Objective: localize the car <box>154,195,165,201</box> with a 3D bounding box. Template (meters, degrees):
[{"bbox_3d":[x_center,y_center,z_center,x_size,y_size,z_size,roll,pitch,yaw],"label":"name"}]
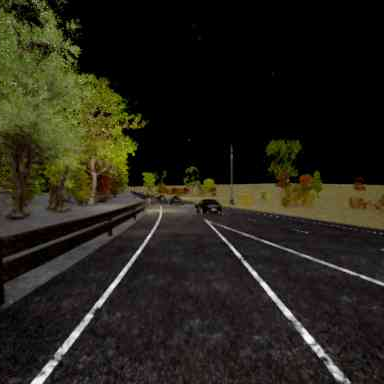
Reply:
[{"bbox_3d":[-7.370,1.508,80.094,1.812,1.442,4.674,0,0,-11],"label":"car"}]

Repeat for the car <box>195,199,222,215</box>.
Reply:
[{"bbox_3d":[1.548,1.459,33.120,1.882,1.535,5.008,0,0,-11],"label":"car"}]

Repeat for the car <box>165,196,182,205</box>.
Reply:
[{"bbox_3d":[-2.874,1.492,56.400,1.837,1.490,4.892,0,0,-11],"label":"car"}]
